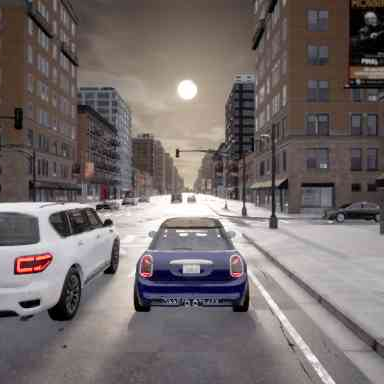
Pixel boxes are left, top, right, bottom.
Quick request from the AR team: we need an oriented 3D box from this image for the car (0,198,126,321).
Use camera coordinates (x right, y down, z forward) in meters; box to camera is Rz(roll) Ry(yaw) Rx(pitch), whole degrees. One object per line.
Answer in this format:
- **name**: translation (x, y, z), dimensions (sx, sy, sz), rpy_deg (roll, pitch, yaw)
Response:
- **car**: translation (-3.158, 1.223, 7.407), dimensions (2.150, 2.045, 5.566), rpy_deg (0, 0, 0)

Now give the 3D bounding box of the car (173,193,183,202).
- **car**: translation (-3.354, 1.212, 80.382), dimensions (2.150, 2.045, 5.566), rpy_deg (0, 0, 0)

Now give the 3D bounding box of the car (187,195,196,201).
- **car**: translation (-0.104, 1.453, 79.697), dimensions (1.895, 1.301, 4.718), rpy_deg (0, 0, 0)

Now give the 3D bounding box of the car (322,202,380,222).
- **car**: translation (12.688, 1.545, 25.901), dimensions (4.892, 1.490, 1.837), rpy_deg (0, 0, 2)

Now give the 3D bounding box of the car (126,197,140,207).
- **car**: translation (-9.912, 1.559, 52.403), dimensions (1.994, 1.385, 4.181), rpy_deg (0, 0, 0)

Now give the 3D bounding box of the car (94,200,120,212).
- **car**: translation (-9.900, 1.600, 39.136), dimensions (1.895, 1.301, 4.718), rpy_deg (0, 0, 0)

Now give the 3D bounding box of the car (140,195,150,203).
- **car**: translation (-9.840, 1.493, 68.890), dimensions (1.837, 1.490, 4.892), rpy_deg (0, 0, 0)

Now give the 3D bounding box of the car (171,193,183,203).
- **car**: translation (-3.254, 1.211, 69.992), dimensions (2.150, 2.045, 5.566), rpy_deg (0, 0, 0)

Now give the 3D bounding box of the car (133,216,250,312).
- **car**: translation (-0.003, 1.352, 7.864), dimensions (2.097, 1.767, 4.553), rpy_deg (0, 0, 0)

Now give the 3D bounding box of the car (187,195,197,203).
- **car**: translation (-0.090, 1.482, 69.248), dimensions (2.128, 1.511, 4.902), rpy_deg (0, 0, 0)
